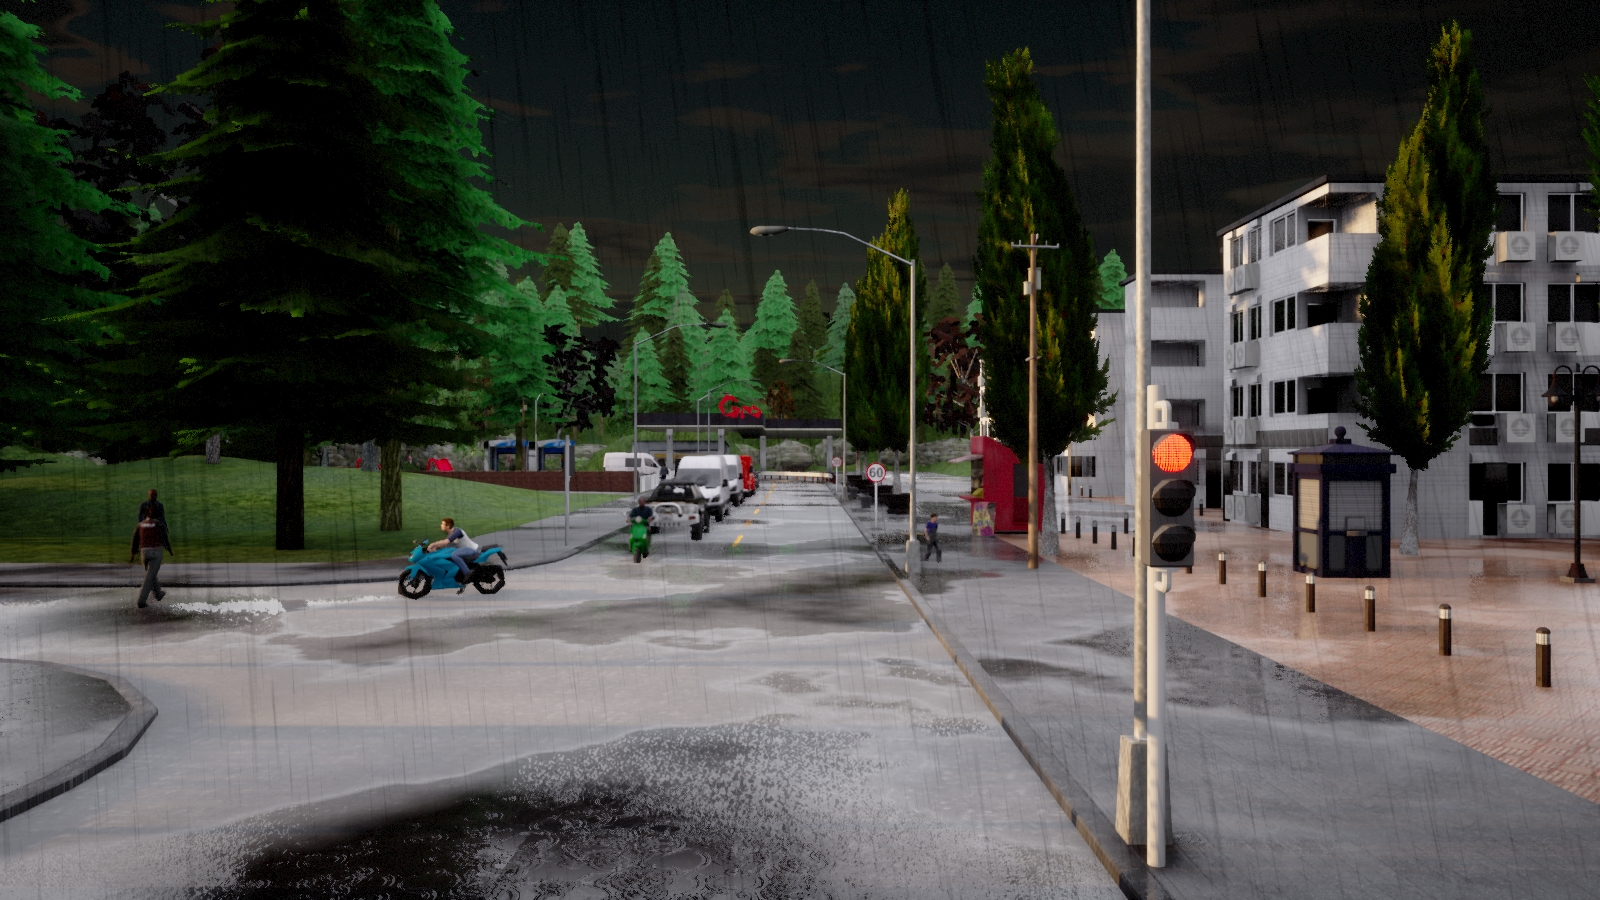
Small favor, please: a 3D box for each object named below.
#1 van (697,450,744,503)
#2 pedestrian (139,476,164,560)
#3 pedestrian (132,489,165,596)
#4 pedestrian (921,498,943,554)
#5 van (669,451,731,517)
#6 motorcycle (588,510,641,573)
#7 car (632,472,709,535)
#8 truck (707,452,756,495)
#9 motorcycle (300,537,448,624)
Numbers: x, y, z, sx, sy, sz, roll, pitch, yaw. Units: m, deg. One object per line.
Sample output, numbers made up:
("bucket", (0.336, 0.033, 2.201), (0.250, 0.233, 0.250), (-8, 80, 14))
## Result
("van", (-3.999, 1.305, 58.244), (1.988, 2.561, 5.915), (0, 0, 0))
("pedestrian", (-14.622, 1.520, 25.771), (0.375, 1.860, 0.375), (0, 0, 36))
("pedestrian", (-11.542, 1.625, 20.249), (0.375, 1.860, 0.375), (0, 0, 1))
("pedestrian", (3.158, 1.800, 27.269), (0.375, 1.300, 0.375), (0, 0, -27))
("van", (-4.011, 1.307, 46.725), (1.988, 2.561, 5.915), (0, 0, 0))
("motorcycle", (-3.993, 1.957, 24.785), (0.856, 1.236, 1.805), (0, 0, 0))
("car", (-4.062, 1.640, 36.562), (1.932, 1.855, 4.605), (0, -1, 0))
("truck", (-3.992, 1.334, 67.760), (2.627, 2.467, 5.204), (0, 0, 0))
("motorcycle", (-6.596, 1.990, 17.708), (2.033, 1.145, 0.803), (0, 1, -30))
